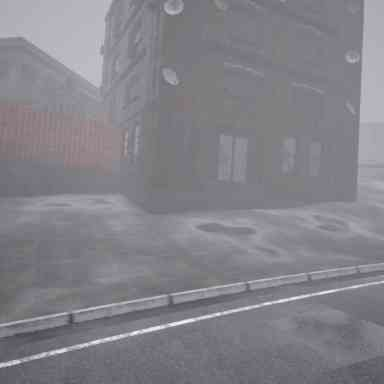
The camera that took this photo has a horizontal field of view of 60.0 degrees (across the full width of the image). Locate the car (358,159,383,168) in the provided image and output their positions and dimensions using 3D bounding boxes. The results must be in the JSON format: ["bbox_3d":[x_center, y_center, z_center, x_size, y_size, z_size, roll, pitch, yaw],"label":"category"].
[{"bbox_3d":[22.583,-3.264,42.059,4.553,1.767,2.185,2,-3,16],"label":"car"}]
